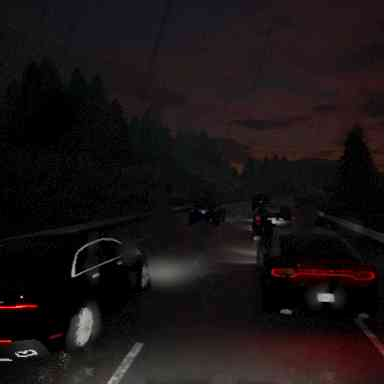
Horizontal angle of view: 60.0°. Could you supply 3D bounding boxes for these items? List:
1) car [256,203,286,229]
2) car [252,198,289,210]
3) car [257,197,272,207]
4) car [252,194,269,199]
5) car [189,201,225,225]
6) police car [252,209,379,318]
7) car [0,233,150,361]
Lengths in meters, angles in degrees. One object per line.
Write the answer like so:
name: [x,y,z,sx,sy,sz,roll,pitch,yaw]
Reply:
car: [5.380,1.564,23.023,1.812,1.442,4.674,0,0,12]
car: [4.199,1.379,17.223,2.097,1.767,4.553,0,0,11]
car: [11.975,1.639,54.749,2.033,1.411,5.357,0,0,16]
car: [8.917,1.294,42.580,2.150,2.045,5.566,0,0,14]
car: [1.235,1.406,24.660,2.097,1.767,4.553,0,0,12]
police car: [2.490,1.436,7.699,1.930,1.638,5.238,0,0,9]
car: [-2.204,1.526,6.218,1.837,1.490,4.892,0,0,9]
